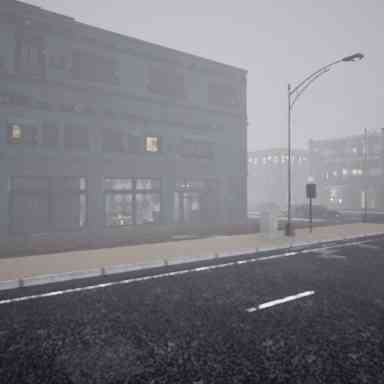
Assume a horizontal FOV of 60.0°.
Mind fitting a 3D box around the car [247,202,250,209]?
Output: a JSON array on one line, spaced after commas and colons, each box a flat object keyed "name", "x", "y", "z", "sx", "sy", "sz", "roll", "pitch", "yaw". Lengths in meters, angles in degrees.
[{"name": "car", "x": 7.939, "y": 2.060, "z": 53.717, "sx": 1.802, "sy": 1.307, "sz": 4.206, "roll": -1, "pitch": 0, "yaw": -36}]

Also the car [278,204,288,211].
[{"name": "car", "x": 14.383, "y": 1.903, "z": 44.717, "sx": 2.008, "sy": 1.369, "sz": 4.403, "roll": -1, "pitch": 0, "yaw": -36}]

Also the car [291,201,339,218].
[{"name": "car", "x": 12.329, "y": 1.886, "z": 32.984, "sx": 1.947, "sy": 1.339, "sz": 4.313, "roll": -1, "pitch": 0, "yaw": -36}]

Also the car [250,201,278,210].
[{"name": "car", "x": 11.161, "y": 1.997, "z": 49.217, "sx": 1.802, "sy": 1.307, "sz": 4.206, "roll": -1, "pitch": 0, "yaw": -36}]
